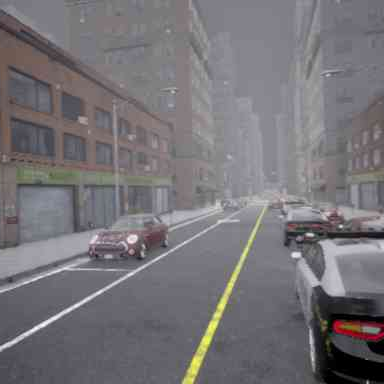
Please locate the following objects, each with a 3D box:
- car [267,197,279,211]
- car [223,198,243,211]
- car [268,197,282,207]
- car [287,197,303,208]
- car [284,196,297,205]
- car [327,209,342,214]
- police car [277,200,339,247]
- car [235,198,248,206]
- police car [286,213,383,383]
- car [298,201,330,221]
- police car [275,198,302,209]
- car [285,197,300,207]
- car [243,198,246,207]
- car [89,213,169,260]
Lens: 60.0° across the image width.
[{"bbox_3d":[10.474,1.578,41.576,1.812,1.442,4.674,-2,0,14],"label":"car"},{"bbox_3d":[5.366,1.679,45.116,1.967,1.590,4.097,-3,-1,13],"label":"car"},{"bbox_3d":[13.510,1.571,54.349,2.128,1.511,4.902,-2,-1,13],"label":"car"},{"bbox_3d":[14.938,1.527,48.487,1.887,1.381,4.507,-3,-1,13],"label":"car"},{"bbox_3d":[17.499,1.550,59.196,1.887,1.381,4.507,-3,-1,13],"label":"car"},{"bbox_3d":[5.974,1.460,11.008,1.887,1.381,4.507,-3,-1,13],"label":"car"},{"bbox_3d":[5.029,1.404,15.046,1.930,1.638,5.238,-2,-1,13],"label":"police car"},{"bbox_3d":[9.212,1.818,61.178,1.887,1.381,4.507,-3,-1,13],"label":"car"},{"bbox_3d":[2.706,1.390,5.319,1.930,1.638,5.238,-2,-1,13],"label":"police car"},{"bbox_3d":[9.816,1.486,27.071,1.887,1.381,4.507,-3,-1,13],"label":"car"},{"bbox_3d":[6.428,1.413,20.881,1.930,1.638,5.238,-2,-1,13],"label":"police car"},{"bbox_3d":[16.219,1.538,53.841,1.887,1.381,4.507,-3,-1,13],"label":"car"},{"bbox_3d":[6.652,1.816,50.469,1.947,1.339,4.313,-3,-1,13],"label":"car"},{"bbox_3d":[-2.317,1.623,12.991,1.967,1.590,4.097,-3,-1,13],"label":"car"}]
